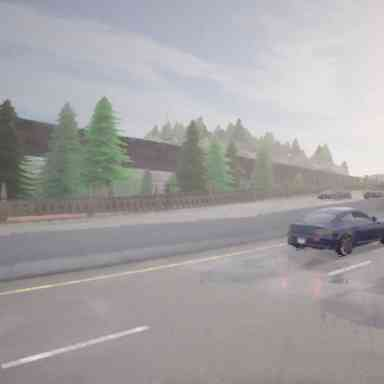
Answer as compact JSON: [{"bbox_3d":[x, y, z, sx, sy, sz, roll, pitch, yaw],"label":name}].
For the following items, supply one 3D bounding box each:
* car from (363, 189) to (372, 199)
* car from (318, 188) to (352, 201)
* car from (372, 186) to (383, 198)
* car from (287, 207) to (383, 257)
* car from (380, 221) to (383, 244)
[{"bbox_3d":[20.117,0.077,35.521,4.181,1.385,1.994,-3,2,-35],"label":"car"},{"bbox_3d":[15.734,0.214,36.701,4.181,1.385,1.994,-3,2,-35],"label":"car"},{"bbox_3d":[19.027,0.186,30.453,4.902,1.511,2.128,-3,2,-35],"label":"car"},{"bbox_3d":[5.329,1.261,11.846,4.674,1.442,1.812,-3,2,-35],"label":"car"},{"bbox_3d":[7.261,1.342,8.924,4.718,1.301,1.895,-3,2,-35],"label":"car"}]
